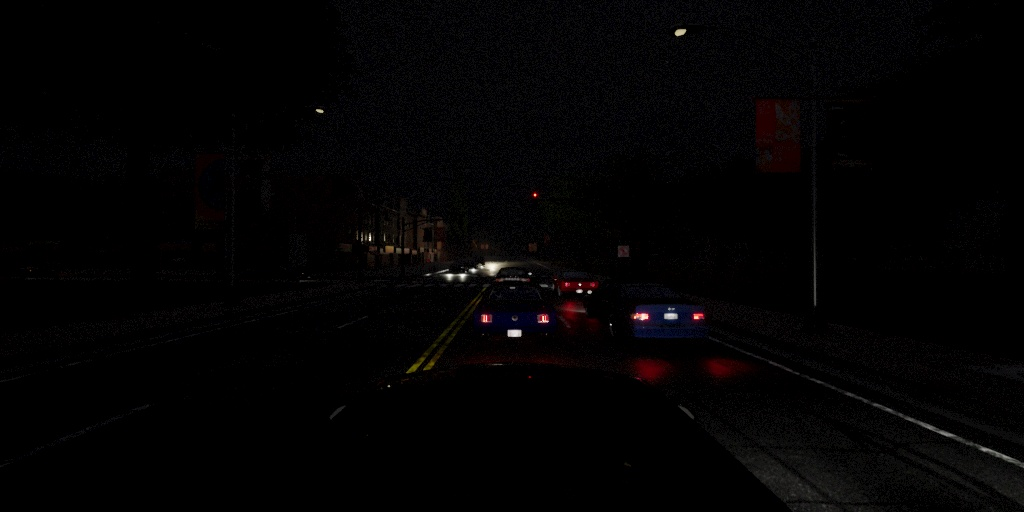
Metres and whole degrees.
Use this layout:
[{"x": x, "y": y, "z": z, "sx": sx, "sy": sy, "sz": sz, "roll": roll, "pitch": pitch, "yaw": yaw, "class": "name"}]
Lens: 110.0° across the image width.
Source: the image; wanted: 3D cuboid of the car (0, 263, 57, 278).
[{"x": -41.870, "y": 1.256, "z": 30.309, "sx": 4.718, "sy": 1.301, "sz": 1.895, "roll": 0, "pitch": 0, "yaw": 0, "class": "car"}]

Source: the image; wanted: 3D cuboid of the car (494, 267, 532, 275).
[{"x": 0.044, "y": 1.314, "z": 19.216, "sx": 1.882, "sy": 1.535, "sz": 5.008, "roll": 0, "pitch": 0, "yaw": 0, "class": "car"}]

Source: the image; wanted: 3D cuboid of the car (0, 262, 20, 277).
[{"x": -49.244, "y": 1.241, "z": 33.197, "sx": 4.718, "sy": 1.301, "sz": 1.895, "roll": 0, "pitch": 0, "yaw": 1, "class": "car"}]

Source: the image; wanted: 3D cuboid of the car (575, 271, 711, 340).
[{"x": 3.328, "y": 1.321, "z": 10.000, "sx": 2.033, "sy": 1.411, "sz": 5.357, "roll": 0, "pitch": 0, "yaw": 0, "class": "car"}]

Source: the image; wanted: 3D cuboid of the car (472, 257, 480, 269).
[{"x": -6.613, "y": 1.343, "z": 57.009, "sx": 1.994, "sy": 1.385, "sz": 4.181, "roll": 0, "pitch": 1, "yaw": 0, "class": "car"}]

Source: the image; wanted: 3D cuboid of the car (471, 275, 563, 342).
[{"x": 0.078, "y": 1.374, "z": 9.875, "sx": 1.895, "sy": 1.301, "sz": 4.718, "roll": 0, "pitch": 0, "yaw": 0, "class": "car"}]

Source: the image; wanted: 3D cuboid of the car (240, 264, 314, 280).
[{"x": -19.797, "y": 1.379, "z": 30.281, "sx": 5.357, "sy": 1.411, "sz": 2.033, "roll": 1, "pitch": 0, "yaw": 0, "class": "car"}]

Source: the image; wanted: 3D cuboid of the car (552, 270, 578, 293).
[{"x": 3.295, "y": 1.439, "z": 19.644, "sx": 1.895, "sy": 1.301, "sz": 4.718, "roll": 0, "pitch": 0, "yaw": 0, "class": "car"}]

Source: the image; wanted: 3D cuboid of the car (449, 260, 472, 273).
[{"x": -6.621, "y": 1.340, "z": 45.130, "sx": 1.882, "sy": 1.535, "sz": 5.008, "roll": 0, "pitch": 0, "yaw": 1, "class": "car"}]
